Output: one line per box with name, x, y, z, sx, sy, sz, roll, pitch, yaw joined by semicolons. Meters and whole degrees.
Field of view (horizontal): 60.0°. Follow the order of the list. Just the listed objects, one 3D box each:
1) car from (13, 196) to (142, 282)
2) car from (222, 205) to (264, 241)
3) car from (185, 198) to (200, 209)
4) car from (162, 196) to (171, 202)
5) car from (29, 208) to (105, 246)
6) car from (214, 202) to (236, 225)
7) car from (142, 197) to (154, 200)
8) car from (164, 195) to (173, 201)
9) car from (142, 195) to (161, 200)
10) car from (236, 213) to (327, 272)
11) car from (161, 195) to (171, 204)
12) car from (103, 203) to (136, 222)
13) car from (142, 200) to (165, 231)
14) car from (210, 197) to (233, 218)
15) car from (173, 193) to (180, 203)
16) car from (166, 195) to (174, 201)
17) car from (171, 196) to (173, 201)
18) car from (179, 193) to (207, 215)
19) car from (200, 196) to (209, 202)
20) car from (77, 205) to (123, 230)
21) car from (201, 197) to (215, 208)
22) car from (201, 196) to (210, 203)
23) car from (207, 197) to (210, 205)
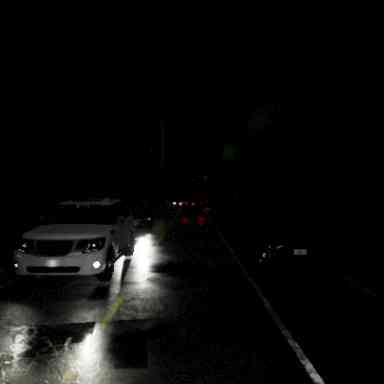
car;-3.101;1.221;10.103;2.150;2.045;5.566;0;0;0
car;2.759;1.550;16.002;2.008;1.369;4.403;0;0;0
car;0.090;1.563;47.097;1.994;1.385;4.181;0;0;0
car;-5.779;1.556;76.021;1.887;1.381;4.507;0;0;0
car;-5.766;1.549;15.993;2.008;1.369;4.403;0;0;0
car;2.758;1.549;21.459;2.008;1.369;4.403;0;0;0
car;-5.771;1.580;37.822;1.802;1.307;4.206;0;0;0
car;-5.781;1.455;81.478;1.967;1.590;4.097;0;0;0
car;-5.772;1.313;43.279;2.192;1.841;5.009;0;0;0
car;2.760;1.565;10.546;1.947;1.339;4.313;0;0;0
car;-5.777;1.446;65.107;1.967;1.590;4.097;0;0;0
car;-5.768;1.580;26.907;1.802;1.307;4.206;0;0;0
car;-3.094;1.490;20.548;2.128;1.511;4.902;0;0;0
car;2.757;1.438;26.916;1.967;1.590;4.097;0;0;0
car;-3.015;1.543;70.915;2.033;1.411;5.357;0;0;0
car;-5.782;1.543;86.765;1.752;1.417;4.829;0;0;0
car;-5.778;1.559;70.564;2.008;1.369;4.403;0;0;0
car;0.093;1.220;33.898;2.150;2.045;5.566;0;0;0
car;2.746;1.577;76.025;1.947;1.339;4.313;0;0;0
car;-5.767;1.580;21.450;1.802;1.307;4.206;0;0;0
car;2.344;1.503;50.289;1.837;1.490;4.892;0;0;0
car;2.747;1.534;70.738;1.752;1.417;4.829;0;0;0
car;2.756;1.438;32.372;1.967;1.590;4.097;0;0;0
